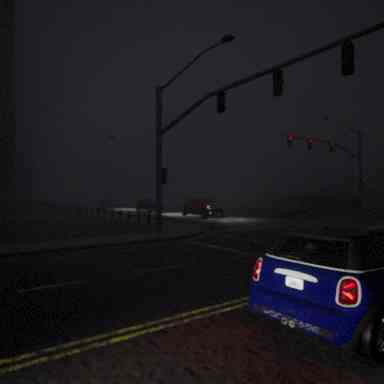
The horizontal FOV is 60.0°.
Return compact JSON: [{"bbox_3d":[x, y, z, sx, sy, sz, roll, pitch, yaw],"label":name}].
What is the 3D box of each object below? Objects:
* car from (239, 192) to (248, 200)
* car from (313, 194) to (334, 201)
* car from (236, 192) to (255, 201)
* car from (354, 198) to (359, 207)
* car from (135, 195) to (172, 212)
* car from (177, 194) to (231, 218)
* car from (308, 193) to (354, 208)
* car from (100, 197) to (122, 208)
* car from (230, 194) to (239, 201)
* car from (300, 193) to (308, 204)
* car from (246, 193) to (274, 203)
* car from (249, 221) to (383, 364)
[{"bbox_3d":[10.601,1.261,77.723,1.784,1.438,3.905,0,0,-36],"label":"car"},{"bbox_3d":[28.413,1.239,71.901,1.784,1.438,3.905,0,0,-36],"label":"car"},{"bbox_3d":[12.757,1.045,79.321,1.932,1.855,4.605,0,0,-36],"label":"car"},{"bbox_3d":[20.234,1.075,44.600,1.905,1.878,3.866,0,0,-36],"label":"car"},{"bbox_3d":[-4.839,1.457,38.306,2.128,1.511,4.902,0,0,-36],"label":"car"},{"bbox_3d":[1.009,1.317,30.153,2.097,1.767,4.553,0,0,-36],"label":"car"},{"bbox_3d":[17.845,1.078,42.965,1.932,1.855,4.605,0,0,-36],"label":"car"},{"bbox_3d":[-11.793,1.458,48.025,2.128,1.511,4.902,0,0,-35],"label":"car"},{"bbox_3d":[8.243,1.298,76.045,1.970,1.475,3.806,0,0,-36],"label":"car"},{"bbox_3d":[26.016,1.035,70.273,1.932,1.855,4.605,0,0,-36],"label":"car"},{"bbox_3d":[12.305,1.309,60.397,1.970,1.475,3.806,0,0,-36],"label":"car"},{"bbox_3d":[3.222,1.341,6.096,4.553,1.767,2.097,0,0,-36],"label":"car"}]
